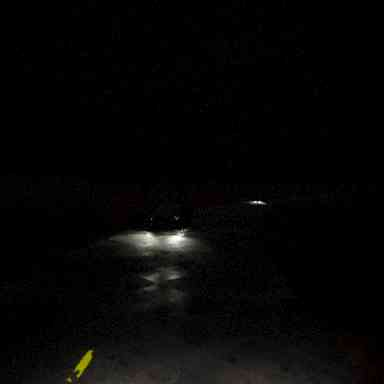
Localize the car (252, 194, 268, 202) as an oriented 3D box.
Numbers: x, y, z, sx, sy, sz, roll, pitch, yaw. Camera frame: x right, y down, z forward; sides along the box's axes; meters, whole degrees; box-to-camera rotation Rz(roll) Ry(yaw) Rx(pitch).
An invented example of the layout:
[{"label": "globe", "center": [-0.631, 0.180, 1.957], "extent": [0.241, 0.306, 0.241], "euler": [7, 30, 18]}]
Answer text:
[{"label": "car", "center": [12.122, 1.013, 59.326], "extent": [1.994, 1.385, 4.181], "euler": [1, 1, 28]}]

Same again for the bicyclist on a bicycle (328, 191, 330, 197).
[{"label": "bicyclist on a bicycle", "center": [35.895, 0.623, 87.027], "extent": [0.582, 1.620, 1.656], "euler": [2, 2, 37]}]

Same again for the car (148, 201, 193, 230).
[{"label": "car", "center": [-1.186, 1.346, 20.253], "extent": [1.882, 1.535, 5.008], "euler": [0, 0, 10]}]
